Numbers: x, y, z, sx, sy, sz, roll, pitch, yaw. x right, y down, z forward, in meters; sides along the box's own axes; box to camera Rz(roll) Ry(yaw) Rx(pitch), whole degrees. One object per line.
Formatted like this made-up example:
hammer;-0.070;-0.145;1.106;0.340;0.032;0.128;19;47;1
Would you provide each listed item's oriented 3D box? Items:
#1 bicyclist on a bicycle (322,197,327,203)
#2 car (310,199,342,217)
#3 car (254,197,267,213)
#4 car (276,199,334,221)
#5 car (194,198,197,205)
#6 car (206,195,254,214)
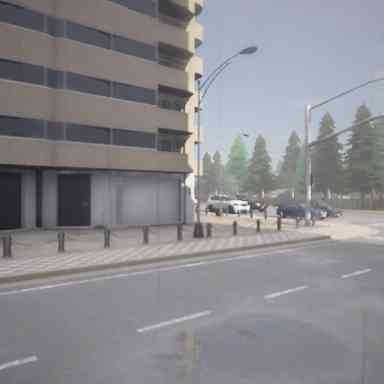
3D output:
bicyclist on a bicycle;17.255;1.484;43.398;1.656;1.620;0.582;0;0;-36
car;11.979;1.500;31.936;2.097;1.767;4.553;0;0;-36
car;6.370;1.369;39.715;2.150;2.045;5.566;0;0;-36
car;9.572;1.662;29.293;1.812;1.442;4.674;0;0;-36
car;-0.608;1.697;61.692;1.812;1.442;4.674;0;0;-36
car;3.904;1.358;37.151;2.150;2.045;5.566;0;0;-36
